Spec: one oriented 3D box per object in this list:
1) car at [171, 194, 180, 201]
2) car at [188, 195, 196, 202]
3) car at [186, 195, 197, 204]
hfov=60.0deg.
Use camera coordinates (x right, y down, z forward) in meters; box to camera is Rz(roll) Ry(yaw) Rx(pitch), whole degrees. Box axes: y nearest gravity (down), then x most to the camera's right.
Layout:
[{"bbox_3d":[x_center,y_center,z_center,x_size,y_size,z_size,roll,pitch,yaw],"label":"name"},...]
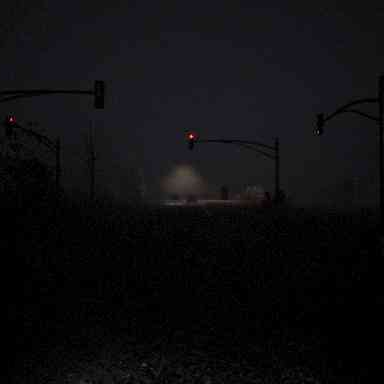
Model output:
[{"bbox_3d":[-3.563,1.195,72.162,1.837,1.490,4.892,0,0,0],"label":"car"},{"bbox_3d":[-0.068,1.425,77.995,1.837,1.490,4.892,0,0,0],"label":"car"},{"bbox_3d":[-0.059,1.424,67.960,2.097,1.767,4.553,0,0,0],"label":"car"}]
